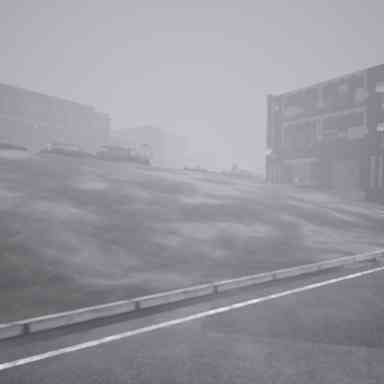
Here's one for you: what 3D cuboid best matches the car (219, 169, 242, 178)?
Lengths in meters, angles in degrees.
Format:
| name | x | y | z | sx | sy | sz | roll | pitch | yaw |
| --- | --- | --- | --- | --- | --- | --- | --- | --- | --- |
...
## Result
| name | x | y | z | sx | sy | sz | roll | pitch | yaw |
| --- | --- | --- | --- | --- | --- | --- | --- | --- | --- |
| car | 4.316 | -2.250 | 44.919 | 2.002 | 1.452 | 4.674 | 1 | -2 | 40 |

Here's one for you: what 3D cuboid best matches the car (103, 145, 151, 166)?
| name | x | y | z | sx | sy | sz | roll | pitch | yaw |
| --- | --- | --- | --- | --- | --- | --- | --- | --- | --- |
| car | -6.562 | -3.236 | 32.432 | 2.435 | 2.045 | 5.566 | 0 | -2 | 44 |

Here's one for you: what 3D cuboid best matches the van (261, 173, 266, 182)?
| name | x | y | z | sx | sy | sz | roll | pitch | yaw |
| --- | --- | --- | --- | --- | --- | --- | --- | --- | --- |
| van | 11.280 | -1.937 | 53.700 | 1.878 | 1.987 | 4.442 | 1 | -3 | 38 |

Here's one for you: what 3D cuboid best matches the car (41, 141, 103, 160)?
| name | x | y | z | sx | sy | sz | roll | pitch | yaw |
| --- | --- | --- | --- | --- | --- | --- | --- | --- | --- |
| car | -10.433 | -3.302 | 28.369 | 2.185 | 1.767 | 4.553 | 0 | -1 | 45 |

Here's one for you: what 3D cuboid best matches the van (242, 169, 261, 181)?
| name | x | y | z | sx | sy | sz | roll | pitch | yaw |
| --- | --- | --- | --- | --- | --- | --- | --- | --- | --- |
| van | 7.900 | -2.234 | 49.322 | 1.878 | 1.987 | 4.442 | 1 | -2 | 39 |

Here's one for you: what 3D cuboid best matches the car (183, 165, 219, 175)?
| name | x | y | z | sx | sy | sz | roll | pitch | yaw |
| --- | --- | --- | --- | --- | --- | --- | --- | --- | --- |
| car | 0.759 | -2.504 | 40.676 | 2.002 | 1.452 | 4.674 | 1 | -2 | 41 |

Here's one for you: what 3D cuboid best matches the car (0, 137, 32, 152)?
| name | x | y | z | sx | sy | sz | roll | pitch | yaw |
| --- | --- | --- | --- | --- | --- | --- | --- | --- | --- |
| car | -14.396 | -3.345 | 24.360 | 4.892 | 1.521 | 2.231 | 2 | -1 | -44 |
